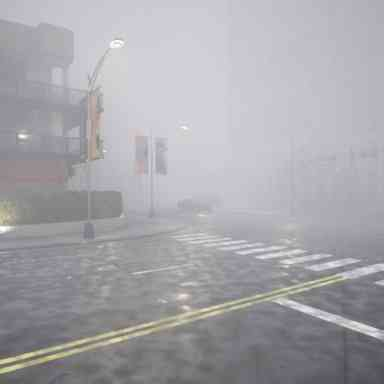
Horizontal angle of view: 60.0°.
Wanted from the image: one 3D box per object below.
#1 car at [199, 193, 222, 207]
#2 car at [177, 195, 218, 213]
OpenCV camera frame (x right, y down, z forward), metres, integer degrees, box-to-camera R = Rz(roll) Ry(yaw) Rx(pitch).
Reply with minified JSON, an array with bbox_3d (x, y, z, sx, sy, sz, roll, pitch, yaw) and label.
[{"bbox_3d":[2.035,1.216,48.838,2.150,2.045,5.566,0,0,-33],"label":"car"},{"bbox_3d":[0.267,1.473,37.130,1.882,1.535,5.008,0,0,-35],"label":"car"}]
